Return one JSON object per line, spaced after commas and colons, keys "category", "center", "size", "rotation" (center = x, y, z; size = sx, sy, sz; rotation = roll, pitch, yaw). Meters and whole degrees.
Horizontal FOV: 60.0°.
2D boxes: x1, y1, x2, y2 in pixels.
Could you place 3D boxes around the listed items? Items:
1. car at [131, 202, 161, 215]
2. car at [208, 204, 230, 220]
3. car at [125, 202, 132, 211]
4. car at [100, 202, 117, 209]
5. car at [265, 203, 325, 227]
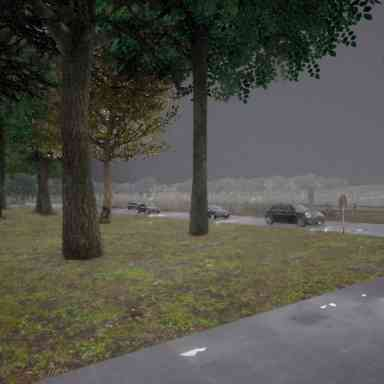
{"category": "car", "center": [-6.048, 2.278, 45.596], "size": [1.837, 1.490, 4.892], "rotation": [-1, 0, -35]}
{"category": "car", "center": [1.895, 2.032, 34.244], "size": [1.837, 1.490, 4.892], "rotation": [-1, -1, -35]}
{"category": "car", "center": [-9.524, 2.404, 55.650], "size": [1.837, 1.490, 4.892], "rotation": [-1, 0, -35]}
{"category": "car", "center": [-16.540, 2.653, 65.651], "size": [2.033, 1.411, 5.357], "rotation": [-1, 0, -35]}
{"category": "car", "center": [7.864, 1.687, 25.727], "size": [2.097, 1.767, 4.553], "rotation": [-1, 0, -35]}
